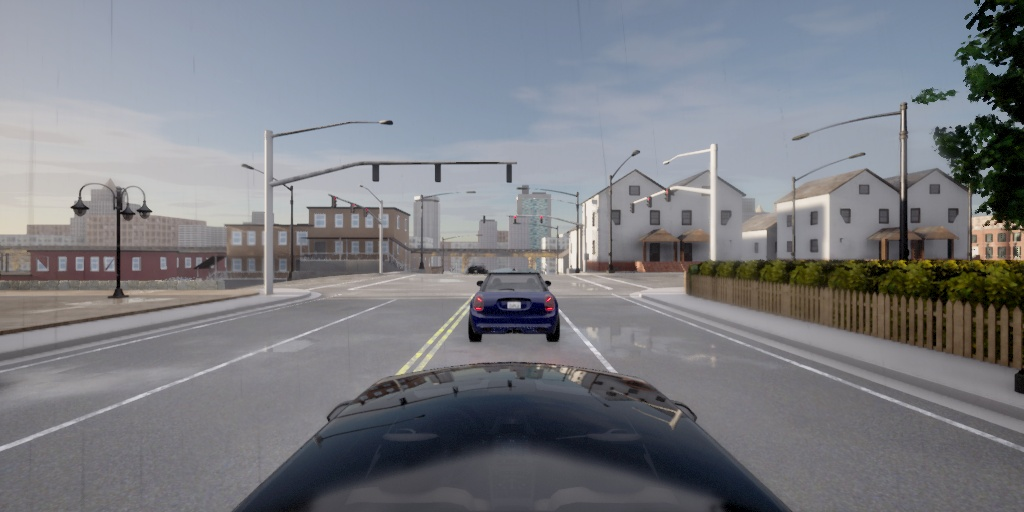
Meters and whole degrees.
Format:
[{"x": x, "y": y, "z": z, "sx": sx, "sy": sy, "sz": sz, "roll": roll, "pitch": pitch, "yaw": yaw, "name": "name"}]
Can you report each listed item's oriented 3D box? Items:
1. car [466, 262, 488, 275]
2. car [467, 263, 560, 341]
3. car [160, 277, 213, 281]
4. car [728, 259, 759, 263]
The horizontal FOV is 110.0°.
[{"x": -3.686, "y": 1.379, "z": 38.443, "sx": 1.895, "sy": 1.301, "sz": 4.718, "roll": 0, "pitch": -4, "yaw": 0, "name": "car"}, {"x": 0.054, "y": 1.102, "z": 10.009, "sx": 2.097, "sy": 1.767, "sz": 4.553, "roll": 0, "pitch": 0, "yaw": 0, "name": "car"}, {"x": -24.893, "y": 2.314, "z": 26.744, "sx": 4.892, "sy": 1.490, "sz": 1.837, "roll": -9, "pitch": 0, "yaw": -1, "name": "car"}, {"x": 19.422, "y": 1.101, "z": 31.165, "sx": 4.553, "sy": 1.767, "sz": 2.097, "roll": 0, "pitch": 0, "yaw": -1, "name": "car"}]
